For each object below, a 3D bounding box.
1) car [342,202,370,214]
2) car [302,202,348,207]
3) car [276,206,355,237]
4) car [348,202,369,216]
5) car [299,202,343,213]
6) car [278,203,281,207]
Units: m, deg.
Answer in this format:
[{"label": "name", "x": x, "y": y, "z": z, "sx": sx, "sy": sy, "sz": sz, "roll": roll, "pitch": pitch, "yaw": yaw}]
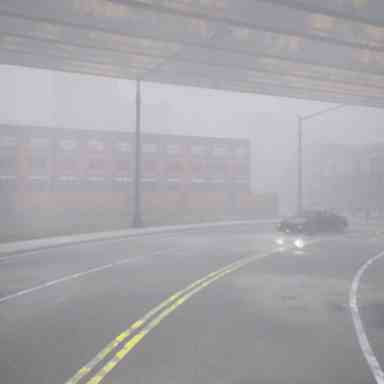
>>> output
[{"label": "car", "x": 19.033, "y": 1.824, "z": 38.868, "sx": 1.853, "sy": 1.218, "sz": 4.536, "roll": 0, "pitch": -1, "yaw": 12}, {"label": "car", "x": 15.442, "y": 1.979, "z": 39.867, "sx": 4.974, "sy": 1.542, "sz": 2.038, "roll": 0, "pitch": -1, "yaw": 42}, {"label": "car", "x": 7.386, "y": 1.812, "z": 20.063, "sx": 5.357, "sy": 1.411, "sz": 2.033, "roll": 1, "pitch": -1, "yaw": -38}, {"label": "car", "x": 19.022, "y": 1.981, "z": 38.815, "sx": 2.038, "sy": 1.542, "sz": 4.974, "roll": 0, "pitch": -1, "yaw": 12}, {"label": "car", "x": 15.404, "y": 1.822, "z": 39.903, "sx": 4.536, "sy": 1.218, "sz": 1.853, "roll": 0, "pitch": -1, "yaw": 42}, {"label": "car", "x": 13.244, "y": 2.203, "z": 59.848, "sx": 4.974, "sy": 1.542, "sz": 2.038, "roll": 0, "pitch": -1, "yaw": 37}]
